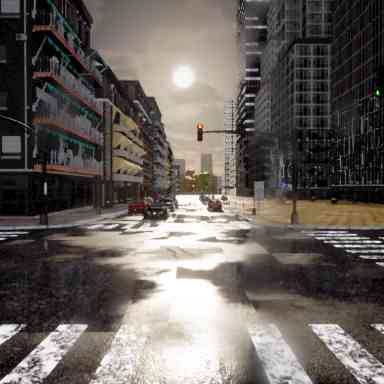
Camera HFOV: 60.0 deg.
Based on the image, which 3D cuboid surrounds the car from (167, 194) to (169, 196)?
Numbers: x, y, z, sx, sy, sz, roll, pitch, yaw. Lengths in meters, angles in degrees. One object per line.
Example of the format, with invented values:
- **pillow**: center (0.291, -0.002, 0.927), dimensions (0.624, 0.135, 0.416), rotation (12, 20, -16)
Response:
- **car**: center (-5.587, 1.439, 57.927), dimensions (1.967, 1.590, 4.097), rotation (-1, 0, 0)

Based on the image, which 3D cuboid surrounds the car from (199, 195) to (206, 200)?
- **car**: center (2.830, 1.535, 92.033), dimensions (1.752, 1.417, 4.829), rotation (-1, 0, 0)

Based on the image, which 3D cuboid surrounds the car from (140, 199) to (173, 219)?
- **car**: center (-3.042, 1.560, 29.105), dimensions (1.994, 1.385, 4.181), rotation (0, 0, 0)

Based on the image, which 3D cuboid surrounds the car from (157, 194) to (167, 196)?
- **car**: center (-5.600, 1.312, 52.279), dimensions (2.192, 1.841, 5.009), rotation (-1, 0, 0)

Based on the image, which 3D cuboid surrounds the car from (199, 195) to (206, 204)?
- **car**: center (2.774, 1.551, 63.617), dimensions (2.008, 1.369, 4.403), rotation (-1, 0, 0)

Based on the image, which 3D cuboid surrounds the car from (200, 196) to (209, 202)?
- **car**: center (2.797, 1.548, 74.915), dimensions (1.887, 1.381, 4.507), rotation (-1, 0, 0)

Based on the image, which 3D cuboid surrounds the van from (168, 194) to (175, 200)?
- **van**: center (-5.519, 1.350, 91.820), dimensions (1.690, 1.788, 3.998), rotation (-1, 0, 0)

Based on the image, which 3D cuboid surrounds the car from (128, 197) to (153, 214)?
- **car**: center (-5.631, 1.540, 35.332), dimensions (1.887, 1.381, 4.507), rotation (-1, 0, 0)

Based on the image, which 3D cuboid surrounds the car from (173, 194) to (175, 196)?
- **car**: center (-5.532, 1.322, 86.173), dimensions (2.192, 1.841, 5.009), rotation (-1, 0, 0)

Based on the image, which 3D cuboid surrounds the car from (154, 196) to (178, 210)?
- **car**: center (-3.017, 1.501, 39.015), dimensions (1.837, 1.490, 4.892), rotation (0, 0, 0)

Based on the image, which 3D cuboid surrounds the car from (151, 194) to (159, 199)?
- **car**: center (-5.621, 1.436, 40.981), dimensions (1.967, 1.590, 4.097), rotation (-1, 0, 0)

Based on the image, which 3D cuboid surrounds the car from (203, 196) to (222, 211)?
- **car**: center (2.727, 1.540, 41.021), dimensions (1.887, 1.381, 4.507), rotation (-1, 0, 0)

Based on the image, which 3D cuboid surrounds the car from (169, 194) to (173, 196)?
- **car**: center (-5.562, 1.584, 69.226), dimensions (1.802, 1.307, 4.206), rotation (-1, 0, 0)
